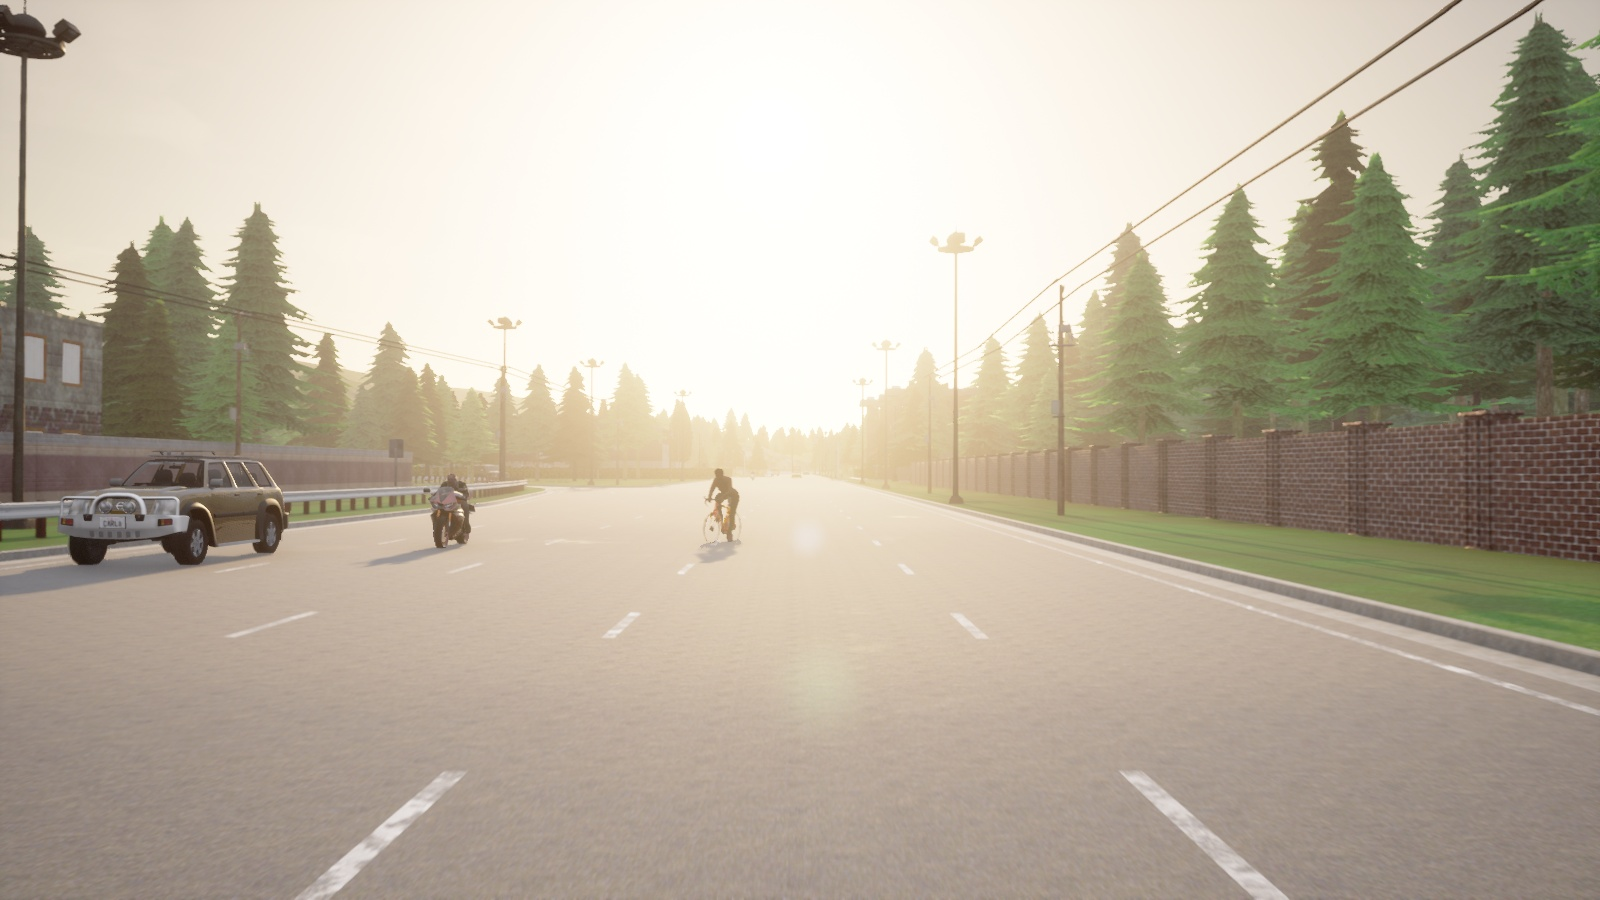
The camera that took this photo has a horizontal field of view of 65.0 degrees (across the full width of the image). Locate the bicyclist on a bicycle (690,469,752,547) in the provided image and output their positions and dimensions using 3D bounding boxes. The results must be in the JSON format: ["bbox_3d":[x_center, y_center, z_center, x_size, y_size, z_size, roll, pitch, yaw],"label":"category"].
[{"bbox_3d":[-1.694,1.226,27.192,0.582,1.620,1.656,-1,-1,26],"label":"bicyclist on a bicycle"}]

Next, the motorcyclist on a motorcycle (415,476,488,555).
[{"bbox_3d":[-7.062,1.303,25.561,0.866,1.530,2.191,0,-1,0],"label":"motorcyclist on a motorcycle"}]

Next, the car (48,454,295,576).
[{"bbox_3d":[-10.553,1.032,21.543,1.932,1.855,4.605,0,-1,0],"label":"car"}]
